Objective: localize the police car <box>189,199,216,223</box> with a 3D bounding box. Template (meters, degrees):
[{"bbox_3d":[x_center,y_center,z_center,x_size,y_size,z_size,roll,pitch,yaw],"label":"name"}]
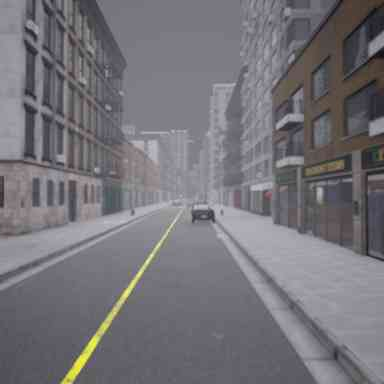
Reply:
[{"bbox_3d":[0.913,1.686,28.107,1.930,1.638,5.238,0,-1,0],"label":"police car"}]

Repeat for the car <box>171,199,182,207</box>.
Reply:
[{"bbox_3d":[-2.988,2.172,65.009,1.812,1.442,4.674,0,-1,1],"label":"car"}]

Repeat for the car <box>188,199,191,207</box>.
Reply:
[{"bbox_3d":[0.916,1.708,37.968,2.097,1.767,4.553,0,-1,0],"label":"car"}]

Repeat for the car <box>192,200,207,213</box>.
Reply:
[{"bbox_3d":[0.919,1.876,44.188,1.801,1.575,5.366,0,-1,0],"label":"car"}]
